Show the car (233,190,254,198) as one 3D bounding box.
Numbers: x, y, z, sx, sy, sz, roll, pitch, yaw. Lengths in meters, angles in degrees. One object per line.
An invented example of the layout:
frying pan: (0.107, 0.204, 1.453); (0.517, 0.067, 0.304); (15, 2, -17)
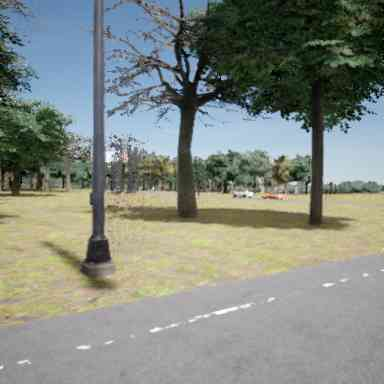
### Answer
car: (12.170, 0.433, 79.042); (2.150, 2.045, 5.566); (2, 0, -34)

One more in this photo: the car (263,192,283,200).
car: (17.314, 0.833, 71.387); (2.097, 1.767, 4.553); (2, 0, -34)
